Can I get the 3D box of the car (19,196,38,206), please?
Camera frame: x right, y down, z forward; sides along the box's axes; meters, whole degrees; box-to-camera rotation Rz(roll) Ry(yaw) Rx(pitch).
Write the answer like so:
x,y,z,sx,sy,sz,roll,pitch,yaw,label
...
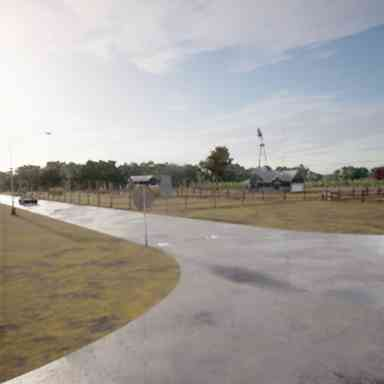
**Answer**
x,y,z,sx,sy,sz,roll,pitch,yaw,label
-23.038,1.189,46.768,1.895,1.301,4.718,-3,2,-35,car
